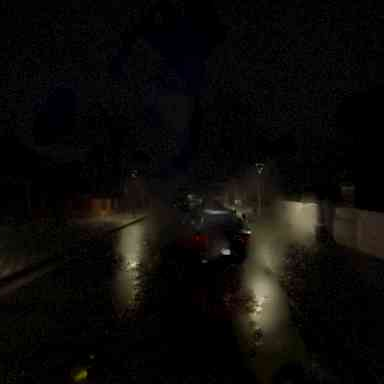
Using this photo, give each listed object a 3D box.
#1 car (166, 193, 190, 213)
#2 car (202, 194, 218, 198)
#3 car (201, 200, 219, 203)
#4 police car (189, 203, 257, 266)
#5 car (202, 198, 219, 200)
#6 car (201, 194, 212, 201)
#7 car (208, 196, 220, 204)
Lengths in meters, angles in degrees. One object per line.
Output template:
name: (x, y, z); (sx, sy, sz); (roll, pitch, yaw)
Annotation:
car: (-1.421, 1.162, 36.332); (2.150, 2.045, 5.566); (0, 0, 4)
car: (2.397, 1.419, 47.620); (2.128, 1.511, 4.902); (0, 0, 6)
car: (1.333, 1.487, 21.390); (1.812, 1.442, 4.674); (0, 0, 3)
police car: (0.983, 1.403, 11.550); (1.930, 1.638, 5.238); (0, 0, 1)
car: (1.639, 1.478, 27.356); (1.812, 1.442, 4.674); (0, 0, 3)
car: (3.499, 1.236, 77.727); (2.128, 1.511, 4.902); (0, 0, 9)
car: (4.274, 1.513, 64.342); (1.895, 1.301, 4.718); (0, 0, 8)
